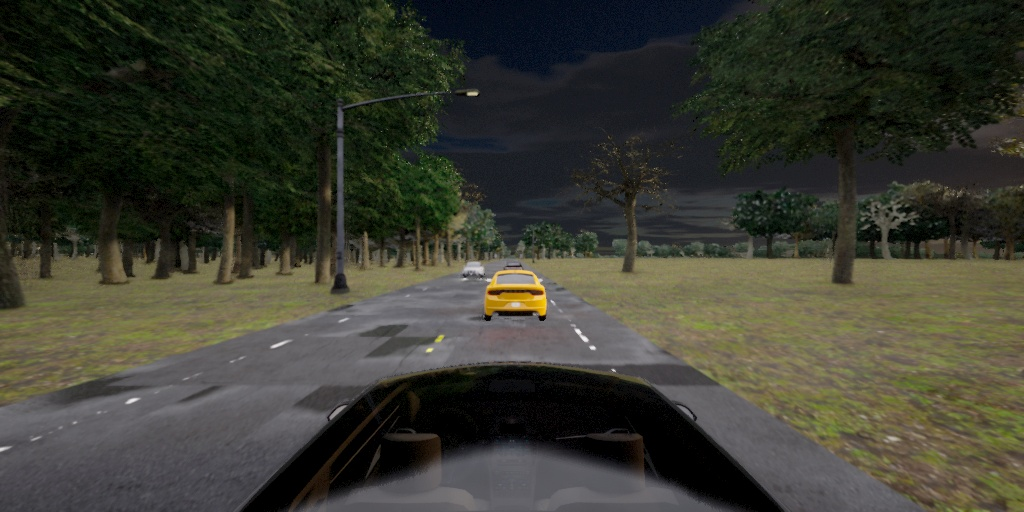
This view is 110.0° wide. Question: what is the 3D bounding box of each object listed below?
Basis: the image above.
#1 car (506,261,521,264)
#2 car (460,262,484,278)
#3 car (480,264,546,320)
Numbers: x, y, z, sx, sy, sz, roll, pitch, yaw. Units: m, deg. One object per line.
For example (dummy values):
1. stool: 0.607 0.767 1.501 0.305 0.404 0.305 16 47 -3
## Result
1. car: 0.125 1.243 33.218 2.128 1.511 4.902 0 0 0
2. car: -3.568 1.277 33.732 1.812 1.442 4.674 0 0 0
3. car: 0.097 1.230 12.678 1.882 1.535 5.008 0 0 0
